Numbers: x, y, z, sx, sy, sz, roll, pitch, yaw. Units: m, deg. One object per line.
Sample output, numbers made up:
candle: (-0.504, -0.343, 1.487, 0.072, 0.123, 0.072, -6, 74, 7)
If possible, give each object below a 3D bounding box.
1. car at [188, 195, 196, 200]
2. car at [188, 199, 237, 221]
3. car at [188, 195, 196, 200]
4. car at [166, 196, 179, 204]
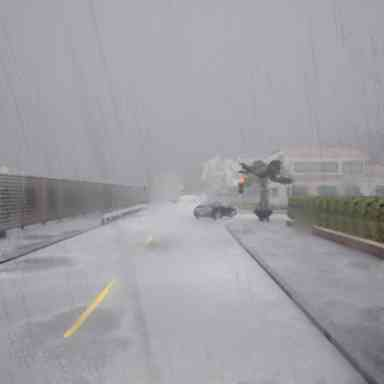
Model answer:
car: (0.001, 1.513, 89.402, 1.994, 1.385, 4.181, 0, 0, 0)
car: (2.054, 1.517, 27.807, 2.128, 1.511, 4.902, -1, -1, 32)
car: (0.001, 1.589, 79.398, 1.812, 1.442, 4.674, 0, 0, 0)
car: (-4.016, 1.536, 64.976, 1.882, 1.535, 5.008, 0, 0, 0)
